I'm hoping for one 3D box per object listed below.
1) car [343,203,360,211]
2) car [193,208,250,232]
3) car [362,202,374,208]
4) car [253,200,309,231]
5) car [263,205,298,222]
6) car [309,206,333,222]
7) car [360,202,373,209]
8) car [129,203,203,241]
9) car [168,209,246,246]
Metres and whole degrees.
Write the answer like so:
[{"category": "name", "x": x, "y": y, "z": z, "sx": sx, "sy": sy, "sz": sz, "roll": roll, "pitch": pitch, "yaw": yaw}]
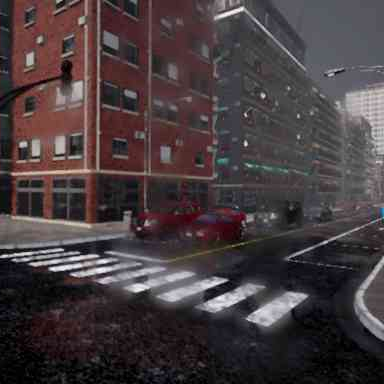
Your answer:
[{"category": "car", "x": 28.503, "y": 2.681, "z": 60.154, "sx": 1.887, "sy": 1.381, "sz": 4.507, "roll": -1, "pitch": -1, "yaw": 35}, {"category": "car", "x": 2.151, "y": 1.858, "z": 22.984, "sx": 1.887, "sy": 1.381, "sz": 4.507, "roll": -1, "pitch": -1, "yaw": 35}, {"category": "car", "x": 41.678, "y": 3.094, "z": 78.739, "sx": 1.887, "sy": 1.381, "sz": 4.507, "roll": -1, "pitch": -1, "yaw": 35}, {"category": "car", "x": 6.557, "y": 1.631, "z": 24.693, "sx": 2.150, "sy": 2.045, "sz": 5.566, "roll": 1, "pitch": -1, "yaw": 35}, {"category": "car", "x": 8.641, "y": 2.041, "z": 32.138, "sx": 1.752, "sy": 1.417, "sz": 4.829, "roll": -1, "pitch": -1, "yaw": 35}, {"category": "car", "x": 12.599, "y": 2.145, "z": 33.207, "sx": 2.033, "sy": 1.411, "sz": 5.357, "roll": 1, "pitch": -1, "yaw": 35}, {"category": "car", "x": 38.385, "y": 2.990, "z": 74.093, "sx": 1.887, "sy": 1.381, "sz": 4.507, "roll": -1, "pitch": -1, "yaw": 35}, {"category": "car", "x": -1.142, "y": 1.526, "z": 18.342, "sx": 2.192, "sy": 1.841, "sz": 5.009, "roll": -1, "pitch": -1, "yaw": 35}, {"category": "car", "x": 1.005, "y": 1.801, "z": 16.869, "sx": 1.994, "sy": 1.385, "sz": 4.181, "roll": 1, "pitch": -1, "yaw": 35}]
